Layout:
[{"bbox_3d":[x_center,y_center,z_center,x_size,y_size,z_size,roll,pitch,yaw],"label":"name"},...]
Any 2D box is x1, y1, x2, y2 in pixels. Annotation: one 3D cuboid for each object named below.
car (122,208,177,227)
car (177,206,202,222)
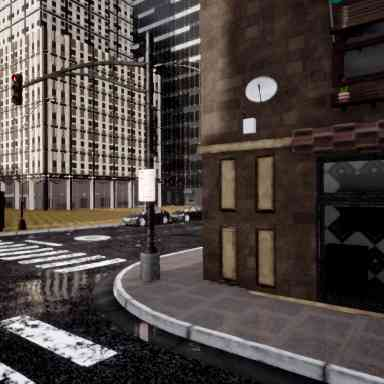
[{"bbox_3d":[-3.500,1.894,25.909,2.008,1.369,4.403,-2,-2,35],"label":"car"},{"bbox_3d":[-0.296,1.975,30.465,2.008,1.369,4.403,-2,-2,35],"label":"car"}]
